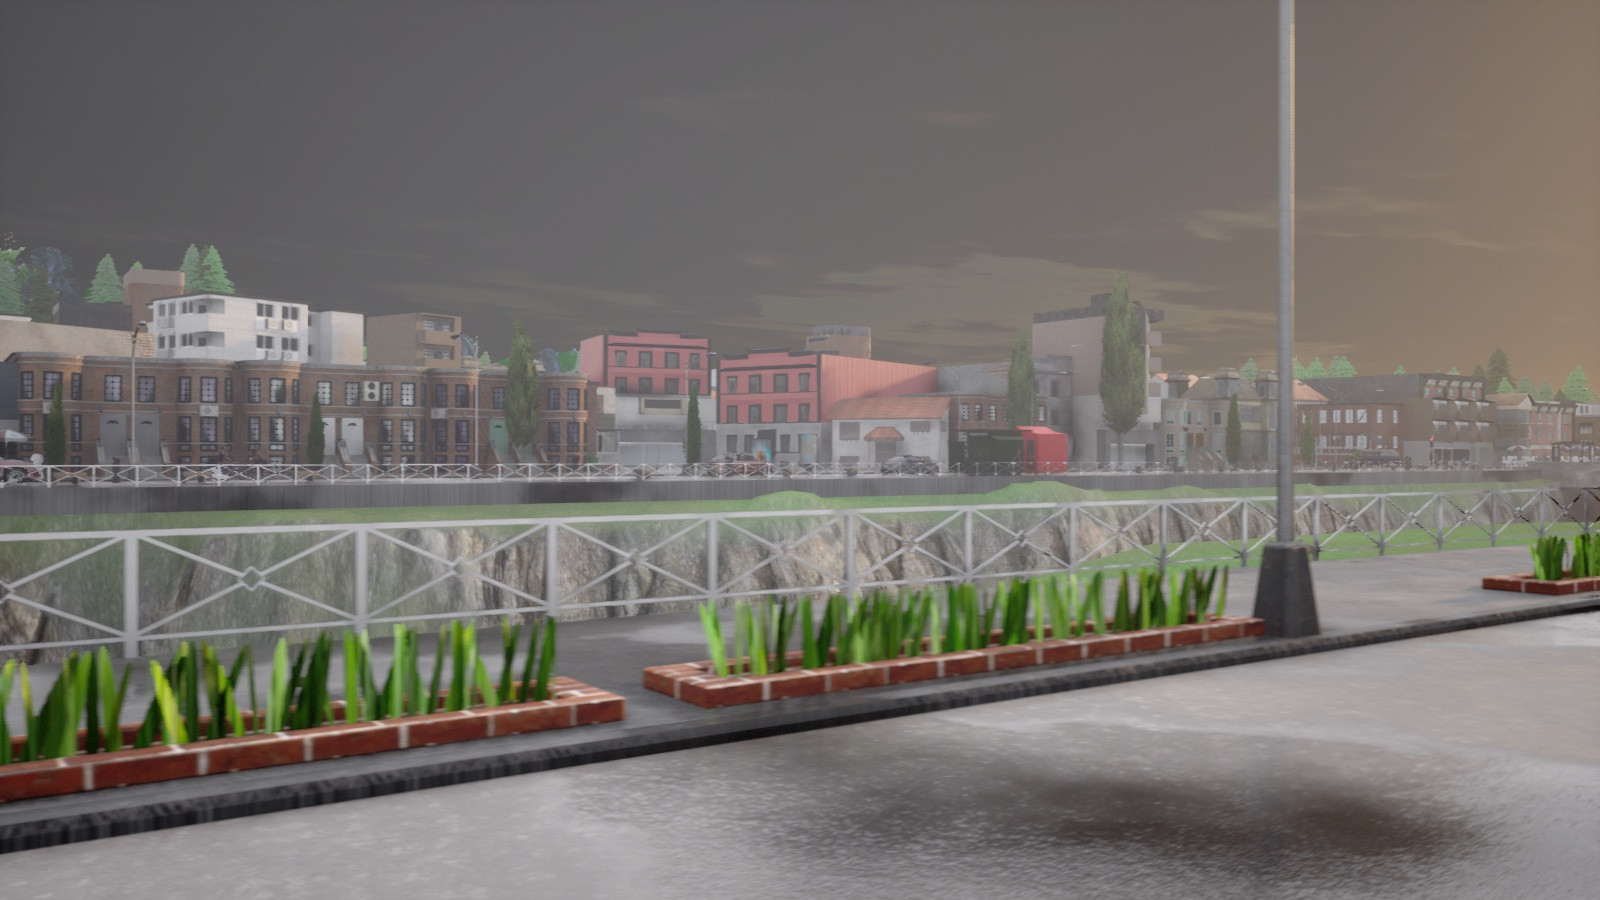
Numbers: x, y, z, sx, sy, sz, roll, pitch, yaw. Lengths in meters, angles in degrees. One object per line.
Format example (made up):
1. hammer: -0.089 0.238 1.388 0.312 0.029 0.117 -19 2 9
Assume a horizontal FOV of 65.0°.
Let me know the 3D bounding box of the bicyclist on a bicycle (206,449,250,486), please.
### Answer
1. bicyclist on a bicycle: -27.462 0.821 60.312 1.843 1.776 0.659 0 0 -35

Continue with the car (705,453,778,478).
1. car: -3.574 0.955 76.949 4.193 1.474 1.816 0 0 -35

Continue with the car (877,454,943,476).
1. car: 7.419 1.000 84.605 4.181 1.385 1.994 0 0 -35

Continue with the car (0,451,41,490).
1. car: -35.832 0.884 54.483 4.856 1.649 2.033 0 0 -35
